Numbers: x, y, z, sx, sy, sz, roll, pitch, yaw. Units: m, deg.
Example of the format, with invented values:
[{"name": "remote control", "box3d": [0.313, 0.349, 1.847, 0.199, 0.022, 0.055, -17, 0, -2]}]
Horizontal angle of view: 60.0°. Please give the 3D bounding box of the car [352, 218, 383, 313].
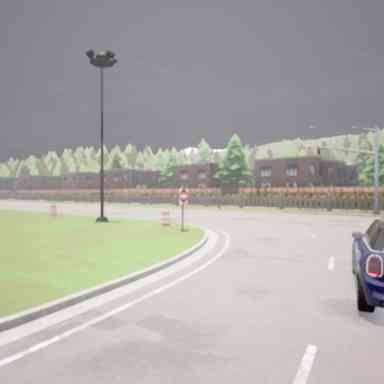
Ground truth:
[{"name": "car", "box3d": [4.748, 1.351, 7.346, 2.097, 1.767, 4.553, 0, 0, 24]}]
